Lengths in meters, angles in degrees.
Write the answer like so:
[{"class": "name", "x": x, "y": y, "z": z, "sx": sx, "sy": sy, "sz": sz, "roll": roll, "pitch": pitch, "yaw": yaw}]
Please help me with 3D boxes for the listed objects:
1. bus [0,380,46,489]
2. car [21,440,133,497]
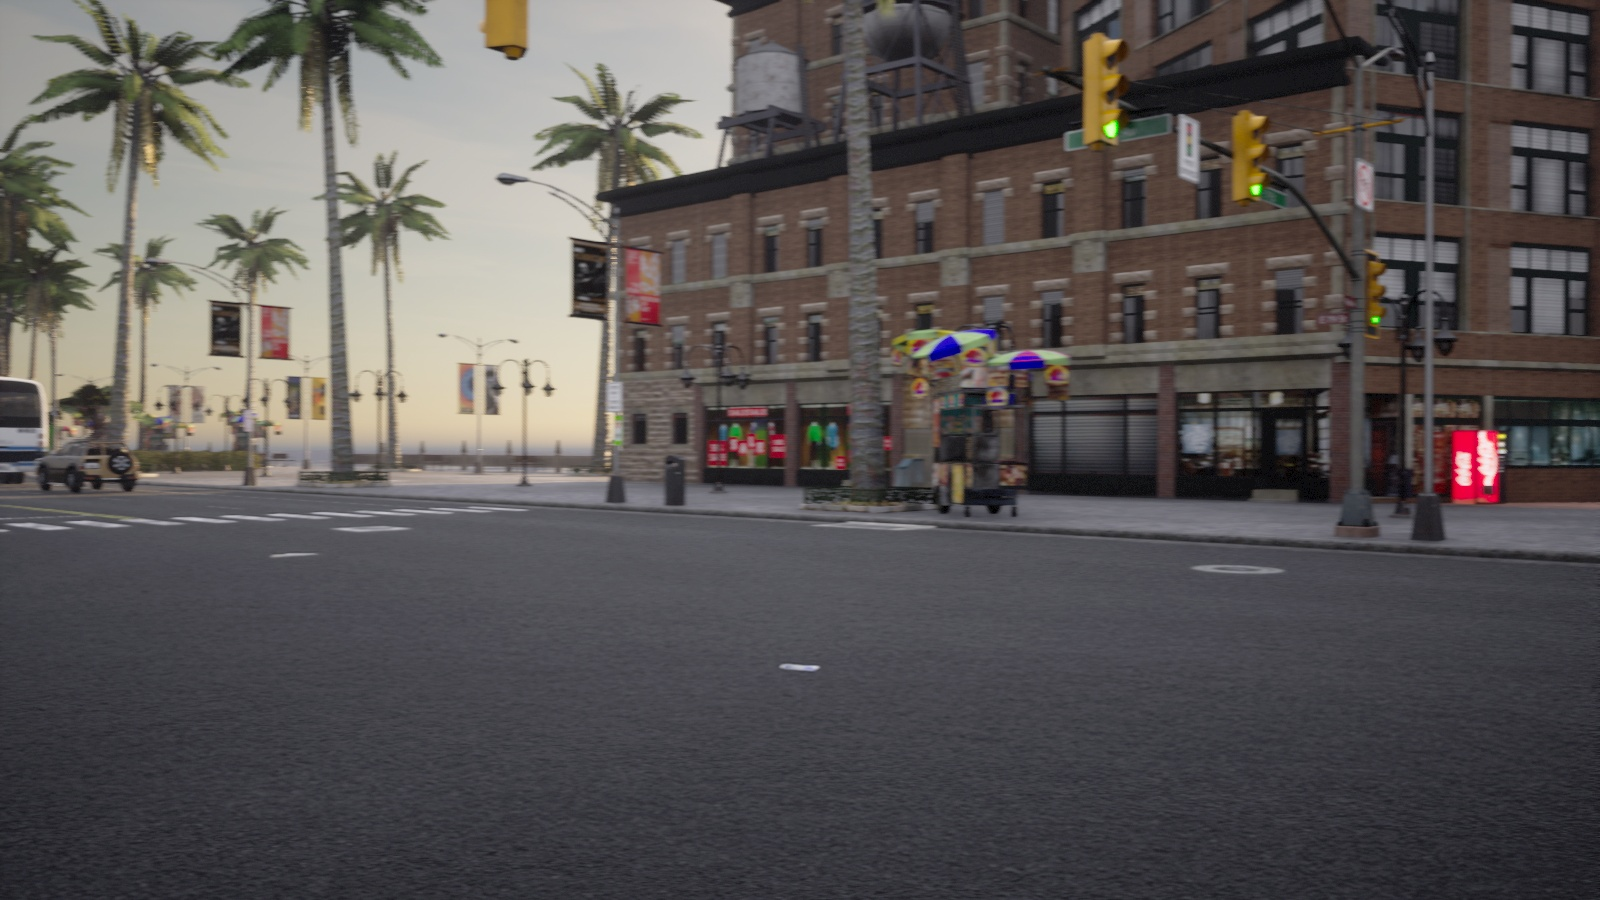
[{"class": "bus", "x": -35.348, "y": -0.588, "z": 52.219, "sx": 10.273, "sy": 4.253, "sz": 3.944, "roll": 0, "pitch": 0, "yaw": 42}, {"class": "car", "x": -24.599, "y": 0.594, "z": 42.653, "sx": 4.605, "sy": 1.855, "sz": 1.932, "roll": 0, "pitch": 0, "yaw": 42}]
